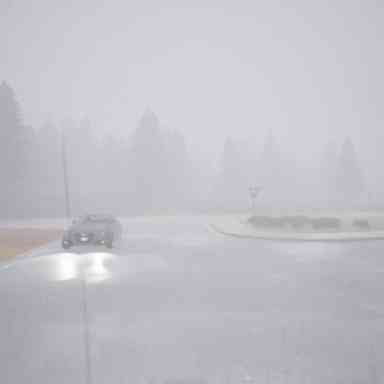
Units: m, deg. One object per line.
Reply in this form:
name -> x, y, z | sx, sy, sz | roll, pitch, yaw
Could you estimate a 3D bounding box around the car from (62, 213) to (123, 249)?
car -> -4.337, 1.673, 14.983 | 1.994, 1.385, 4.181 | 0, 0, -4
